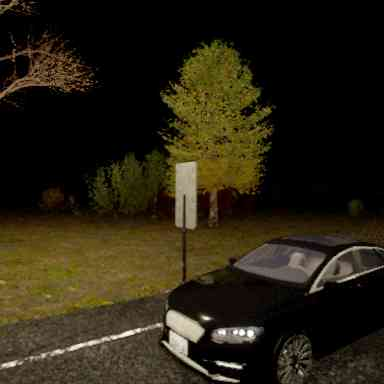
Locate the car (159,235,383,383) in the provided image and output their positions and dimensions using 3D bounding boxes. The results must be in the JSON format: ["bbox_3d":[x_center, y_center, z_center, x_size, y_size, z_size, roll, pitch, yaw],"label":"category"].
[{"bbox_3d":[1.831,1.508,5.315,4.902,1.511,2.128,0,0,-36],"label":"car"}]
